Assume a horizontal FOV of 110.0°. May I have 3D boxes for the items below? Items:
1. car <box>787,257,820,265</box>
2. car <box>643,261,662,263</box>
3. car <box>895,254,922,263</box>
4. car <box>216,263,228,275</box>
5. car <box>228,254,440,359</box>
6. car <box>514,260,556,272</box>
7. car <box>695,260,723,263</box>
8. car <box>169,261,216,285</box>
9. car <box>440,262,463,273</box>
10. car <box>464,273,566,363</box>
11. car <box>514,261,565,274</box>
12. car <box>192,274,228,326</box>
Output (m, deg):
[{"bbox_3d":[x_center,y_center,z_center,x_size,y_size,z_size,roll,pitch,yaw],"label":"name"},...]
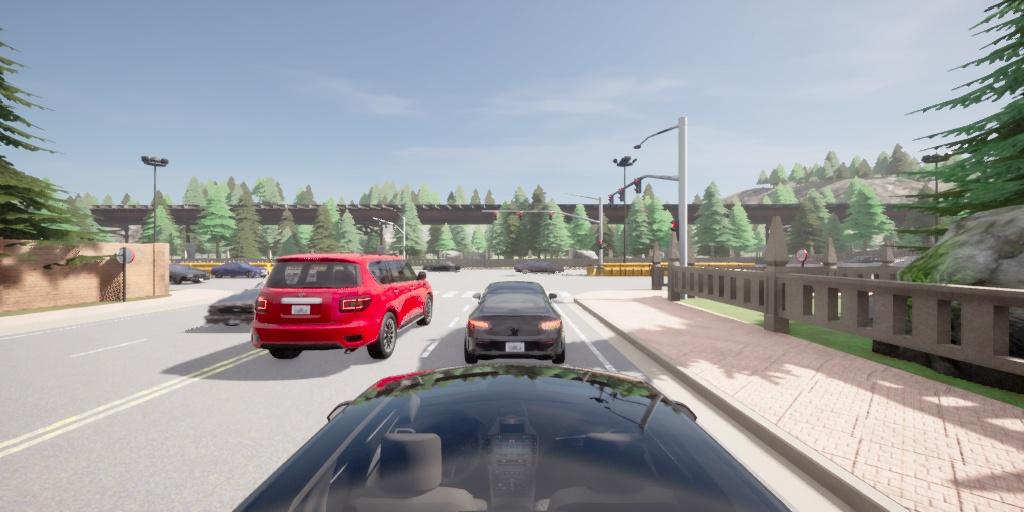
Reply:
[{"bbox_3d":[34.229,1.052,43.075,4.553,1.767,2.097,-1,0,0],"label":"car"},{"bbox_3d":[16.544,1.276,43.115,4.674,1.442,1.812,0,0,0],"label":"car"},{"bbox_3d":[45.053,0.613,39.539,4.553,1.767,2.097,-4,0,0],"label":"car"},{"bbox_3d":[-24.700,1.276,32.594,4.674,1.442,1.812,0,0,0],"label":"car"},{"bbox_3d":[-3.441,0.971,8.531,2.150,2.045,5.566,0,0,0],"label":"car"},{"bbox_3d":[2.901,1.297,46.673,5.357,1.411,2.033,0,0,0],"label":"car"},{"bbox_3d":[21.582,1.227,39.597,5.008,1.535,1.882,0,0,0],"label":"car"},{"bbox_3d":[-24.846,1.297,25.595,5.357,1.411,2.033,0,0,0],"label":"car"},{"bbox_3d":[-8.386,1.351,43.222,4.718,1.301,1.895,0,0,0],"label":"car"},{"bbox_3d":[0.062,1.276,7.980,1.812,1.442,4.674,0,0,0],"label":"car"},{"bbox_3d":[3.090,1.297,39.671,5.357,1.411,2.033,0,0,0],"label":"car"},{"bbox_3d":[-7.135,1.297,11.867,2.033,1.411,5.357,0,0,0],"label":"car"}]
